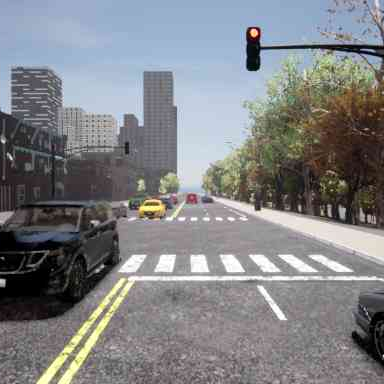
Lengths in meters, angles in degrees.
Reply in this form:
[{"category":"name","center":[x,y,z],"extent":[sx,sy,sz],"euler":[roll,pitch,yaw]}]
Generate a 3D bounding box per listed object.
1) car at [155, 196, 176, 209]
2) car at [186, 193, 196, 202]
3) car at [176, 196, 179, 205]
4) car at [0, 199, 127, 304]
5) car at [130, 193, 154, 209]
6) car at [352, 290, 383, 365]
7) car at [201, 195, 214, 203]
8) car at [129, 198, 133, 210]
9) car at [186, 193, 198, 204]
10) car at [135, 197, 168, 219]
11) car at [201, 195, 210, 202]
[{"category":"car","center":[-3.436,1.492,44.017],"extent":[1.837,1.490,4.892],"euler":[0,0,0]},{"category":"car","center":[-0.150,1.195,75.712],"extent":[2.150,2.045,5.566],"euler":[0,0,0]},{"category":"car","center":[-3.440,1.455,60.241],"extent":[1.882,1.535,5.008],"euler":[0,0,0]},{"category":"car","center":[-3.366,1.220,8.501],"extent":[2.150,2.045,5.566],"euler":[0,0,0]},{"category":"car","center":[-6.685,1.208,42.938],"extent":[2.150,2.045,5.566],"euler":[0,0,0]},{"category":"car","center":[3.345,1.547,2.555],"extent":[2.033,1.411,5.357],"euler":[0,0,0]},{"category":"car","center":[3.222,1.539,65.873],"extent":[1.994,1.385,4.181],"euler":[0,0,0]},{"category":"car","center":[-6.654,1.485,27.734],"extent":[2.128,1.511,4.902],"euler":[0,0,0]},{"category":"car","center":[-0.032,1.197,65.176],"extent":[2.150,2.045,5.566],"euler":[0,0,0]},{"category":"car","center":[-3.406,1.469,28.992],"extent":[1.882,1.535,5.008],"euler":[0,0,0]},{"category":"car","center":[3.101,1.447,75.901],"extent":[1.882,1.535,5.008],"euler":[0,0,0]}]
